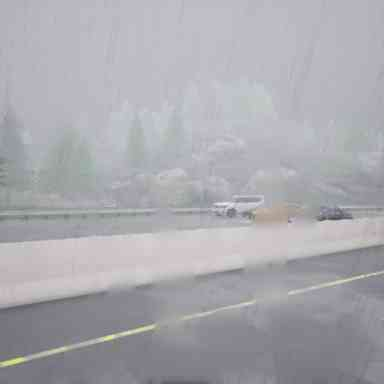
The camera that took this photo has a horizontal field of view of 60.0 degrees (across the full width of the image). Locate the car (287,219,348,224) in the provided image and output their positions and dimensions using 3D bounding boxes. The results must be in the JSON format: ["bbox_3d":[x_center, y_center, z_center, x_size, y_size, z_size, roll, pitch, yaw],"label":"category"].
[{"bbox_3d":[8.313,1.629,21.589,4.902,1.511,2.128,1,0,-30],"label":"car"}]
